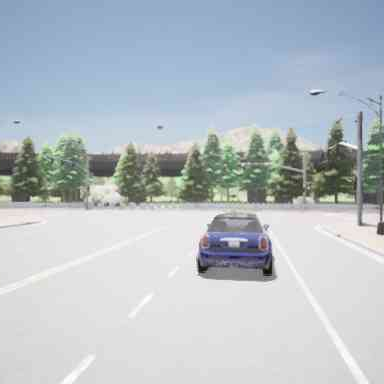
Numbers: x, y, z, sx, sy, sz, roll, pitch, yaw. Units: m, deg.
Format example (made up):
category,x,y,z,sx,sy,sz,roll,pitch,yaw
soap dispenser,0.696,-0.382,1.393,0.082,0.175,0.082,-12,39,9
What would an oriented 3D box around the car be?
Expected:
category,x,y,z,sx,sy,sz,roll,pitch,yaw
car,1.494,1.450,11.057,2.097,1.767,4.553,0,-1,10
